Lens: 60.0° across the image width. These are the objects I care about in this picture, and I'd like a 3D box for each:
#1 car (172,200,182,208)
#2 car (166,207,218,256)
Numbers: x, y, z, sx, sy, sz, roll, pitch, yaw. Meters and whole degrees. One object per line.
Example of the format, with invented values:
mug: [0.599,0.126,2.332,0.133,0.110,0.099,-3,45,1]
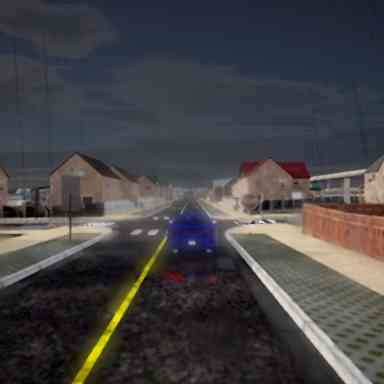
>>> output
car: [-2.766,2.168,62.692,2.033,1.411,5.357,0,-1,1]
car: [0.031,1.619,13.840,1.882,1.535,5.008,0,-1,1]
